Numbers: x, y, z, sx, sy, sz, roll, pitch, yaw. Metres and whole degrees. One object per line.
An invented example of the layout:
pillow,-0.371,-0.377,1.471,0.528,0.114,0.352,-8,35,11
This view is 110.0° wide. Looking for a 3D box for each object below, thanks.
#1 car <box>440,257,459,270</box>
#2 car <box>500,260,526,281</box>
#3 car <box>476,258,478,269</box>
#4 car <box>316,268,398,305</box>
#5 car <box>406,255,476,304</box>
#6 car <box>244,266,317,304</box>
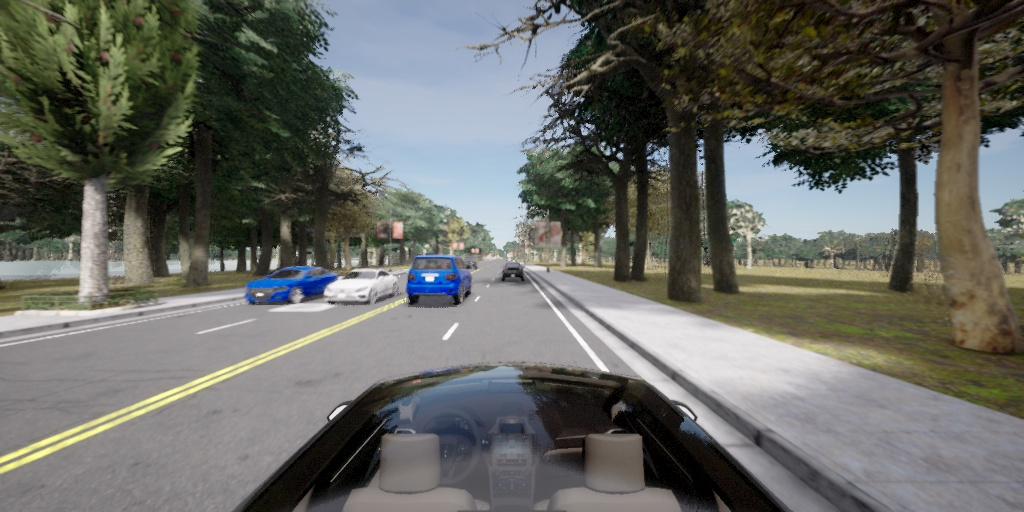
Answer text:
car,-9.963,1.113,57.620,2.150,2.045,5.566,0,0,0
car,0.076,1.297,30.700,1.837,1.490,4.892,0,0,0
car,-6.716,1.108,57.666,2.150,2.045,5.566,0,0,0
car,-6.612,1.287,16.284,1.812,1.442,4.674,0,0,0
car,-3.152,0.983,16.443,2.150,2.045,5.566,0,0,0
car,-9.850,1.239,16.490,1.882,1.535,5.008,0,0,0
